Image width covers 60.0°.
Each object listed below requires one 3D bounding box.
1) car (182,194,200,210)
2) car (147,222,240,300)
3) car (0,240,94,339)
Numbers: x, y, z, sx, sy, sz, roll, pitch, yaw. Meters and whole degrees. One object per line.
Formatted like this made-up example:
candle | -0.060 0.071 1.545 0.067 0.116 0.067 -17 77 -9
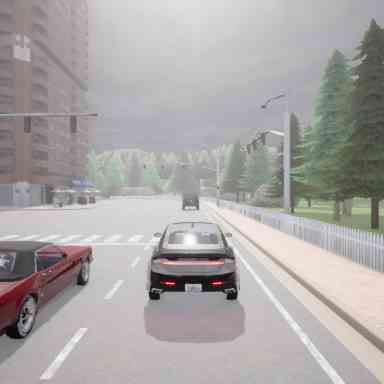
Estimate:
car | -0.173 1.221 43.796 2.150 2.045 5.566 0 0 -1
car | 0.024 1.492 8.350 2.128 1.511 4.902 0 0 0
car | -3.449 1.601 6.502 1.895 1.301 4.718 0 0 0
